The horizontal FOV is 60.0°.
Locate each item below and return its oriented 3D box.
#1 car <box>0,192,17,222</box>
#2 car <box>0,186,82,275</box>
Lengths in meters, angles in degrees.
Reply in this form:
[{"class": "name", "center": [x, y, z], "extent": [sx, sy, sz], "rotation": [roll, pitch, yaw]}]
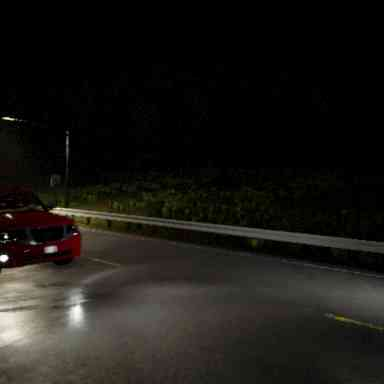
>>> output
[{"class": "car", "center": [-12.184, 0.767, 18.857], "extent": [4.902, 1.511, 2.128], "rotation": [2, 2, 37]}, {"class": "car", "center": [-5.410, 0.873, 9.208], "extent": [5.566, 2.045, 2.150], "rotation": [2, 2, 37]}]
